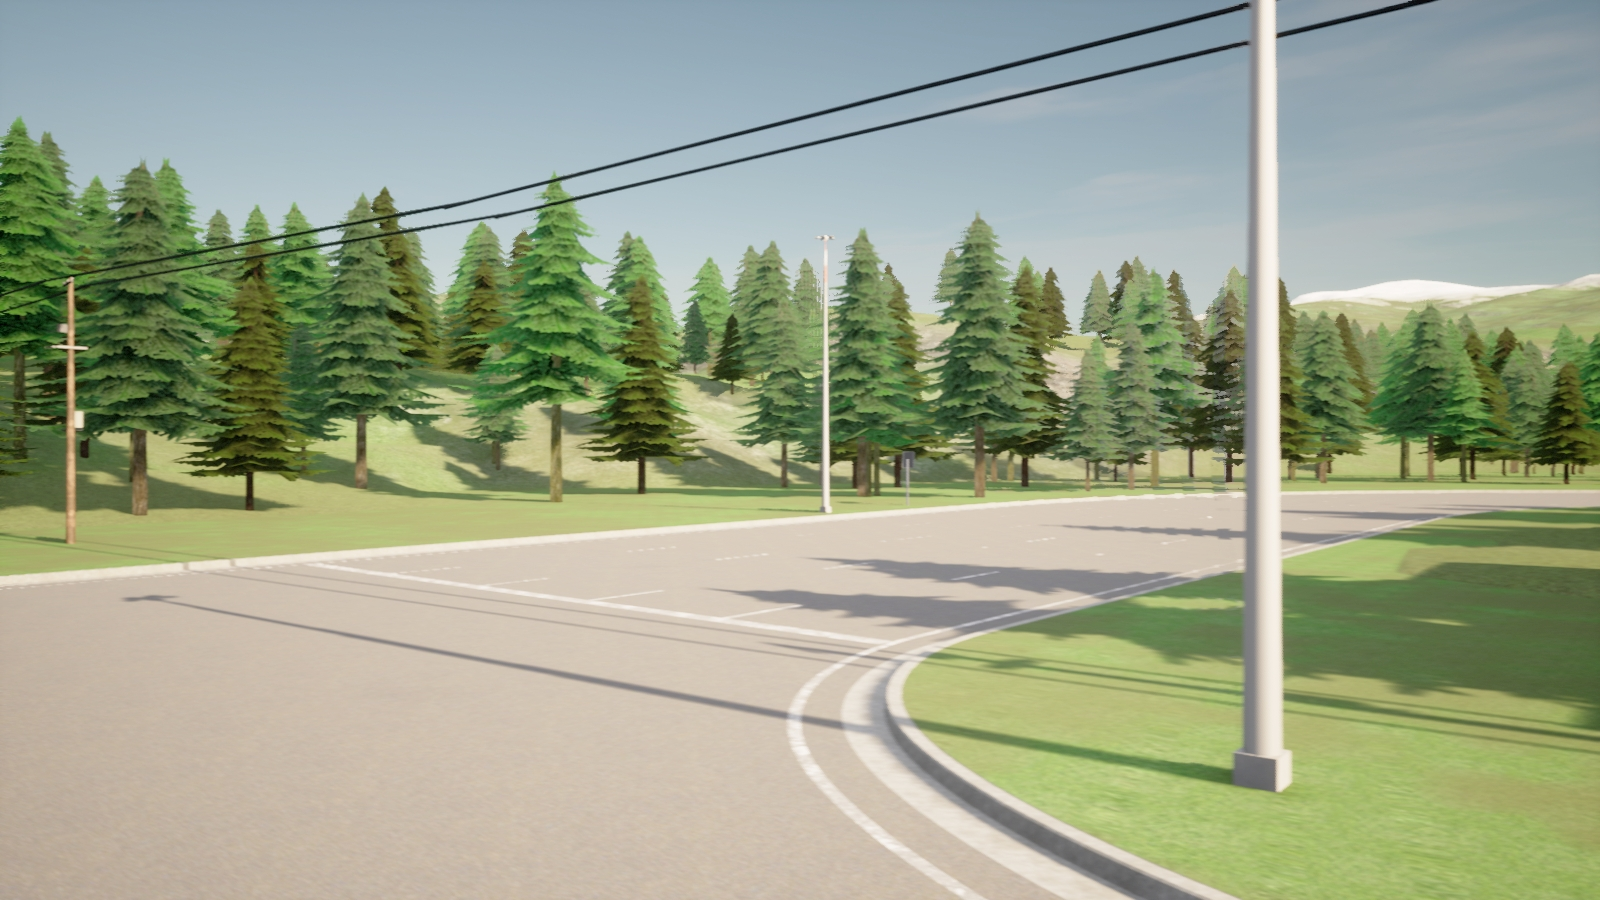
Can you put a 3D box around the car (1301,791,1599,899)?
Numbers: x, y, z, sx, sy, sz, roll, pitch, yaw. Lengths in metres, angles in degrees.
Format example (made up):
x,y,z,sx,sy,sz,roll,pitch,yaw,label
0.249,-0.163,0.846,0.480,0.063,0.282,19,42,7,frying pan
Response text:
x,y,z,sx,sy,sz,roll,pitch,yaw,label
3.459,1.982,1.473,5.238,1.638,2.097,0,0,37,car
